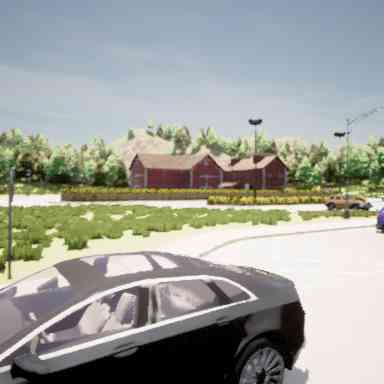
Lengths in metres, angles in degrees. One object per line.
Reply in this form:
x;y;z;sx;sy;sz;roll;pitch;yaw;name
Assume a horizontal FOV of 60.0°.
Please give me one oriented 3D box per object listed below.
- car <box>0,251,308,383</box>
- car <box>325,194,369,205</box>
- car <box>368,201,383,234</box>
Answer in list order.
-0.950;1.451;3.337;4.902;1.511;2.128;0;1;-33;car
16.398;1.134;35.014;1.932;1.855;4.605;0;1;-32;car
11.653;1.428;16.318;2.242;1.667;4.611;0;1;-32;car
